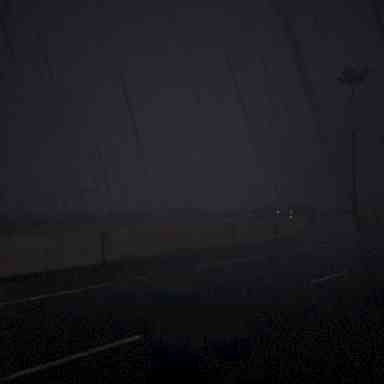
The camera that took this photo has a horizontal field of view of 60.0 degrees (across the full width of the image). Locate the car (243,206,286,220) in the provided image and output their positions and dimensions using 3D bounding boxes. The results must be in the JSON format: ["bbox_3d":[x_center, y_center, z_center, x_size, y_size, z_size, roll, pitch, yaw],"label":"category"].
[{"bbox_3d":[8.359,2.366,38.169,4.902,1.511,2.128,1,-2,-39],"label":"car"}]

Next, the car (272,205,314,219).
[{"bbox_3d":[11.131,2.150,35.918,4.553,1.767,2.097,1,-2,-39],"label":"car"}]

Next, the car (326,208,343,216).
[{"bbox_3d":[15.353,2.295,34.829,5.357,1.411,2.033,1,-2,-39],"label":"car"}]
